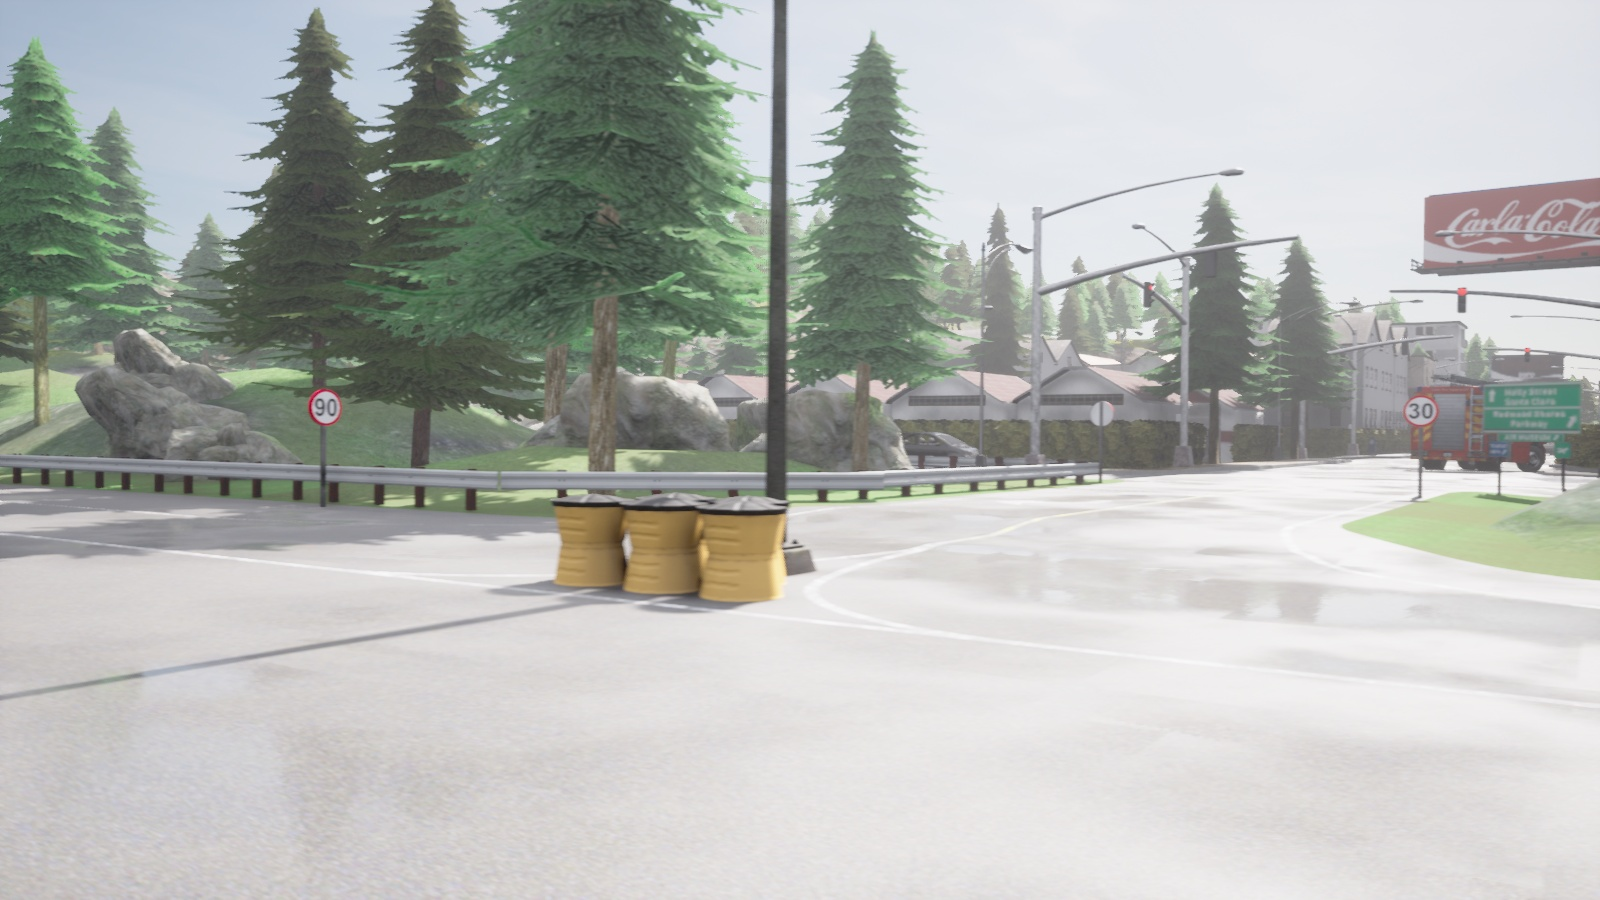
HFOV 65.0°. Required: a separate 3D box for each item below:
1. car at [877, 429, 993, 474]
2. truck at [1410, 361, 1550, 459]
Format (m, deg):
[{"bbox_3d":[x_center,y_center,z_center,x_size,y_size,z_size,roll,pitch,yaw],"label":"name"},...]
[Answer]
[{"bbox_3d":[4.839,0.047,45.027,3.705,1.549,1.789,0,1,34],"label":"car"},{"bbox_3d":[28.679,-1.552,52.756,2.891,3.827,8.468,1,1,45],"label":"truck"}]
